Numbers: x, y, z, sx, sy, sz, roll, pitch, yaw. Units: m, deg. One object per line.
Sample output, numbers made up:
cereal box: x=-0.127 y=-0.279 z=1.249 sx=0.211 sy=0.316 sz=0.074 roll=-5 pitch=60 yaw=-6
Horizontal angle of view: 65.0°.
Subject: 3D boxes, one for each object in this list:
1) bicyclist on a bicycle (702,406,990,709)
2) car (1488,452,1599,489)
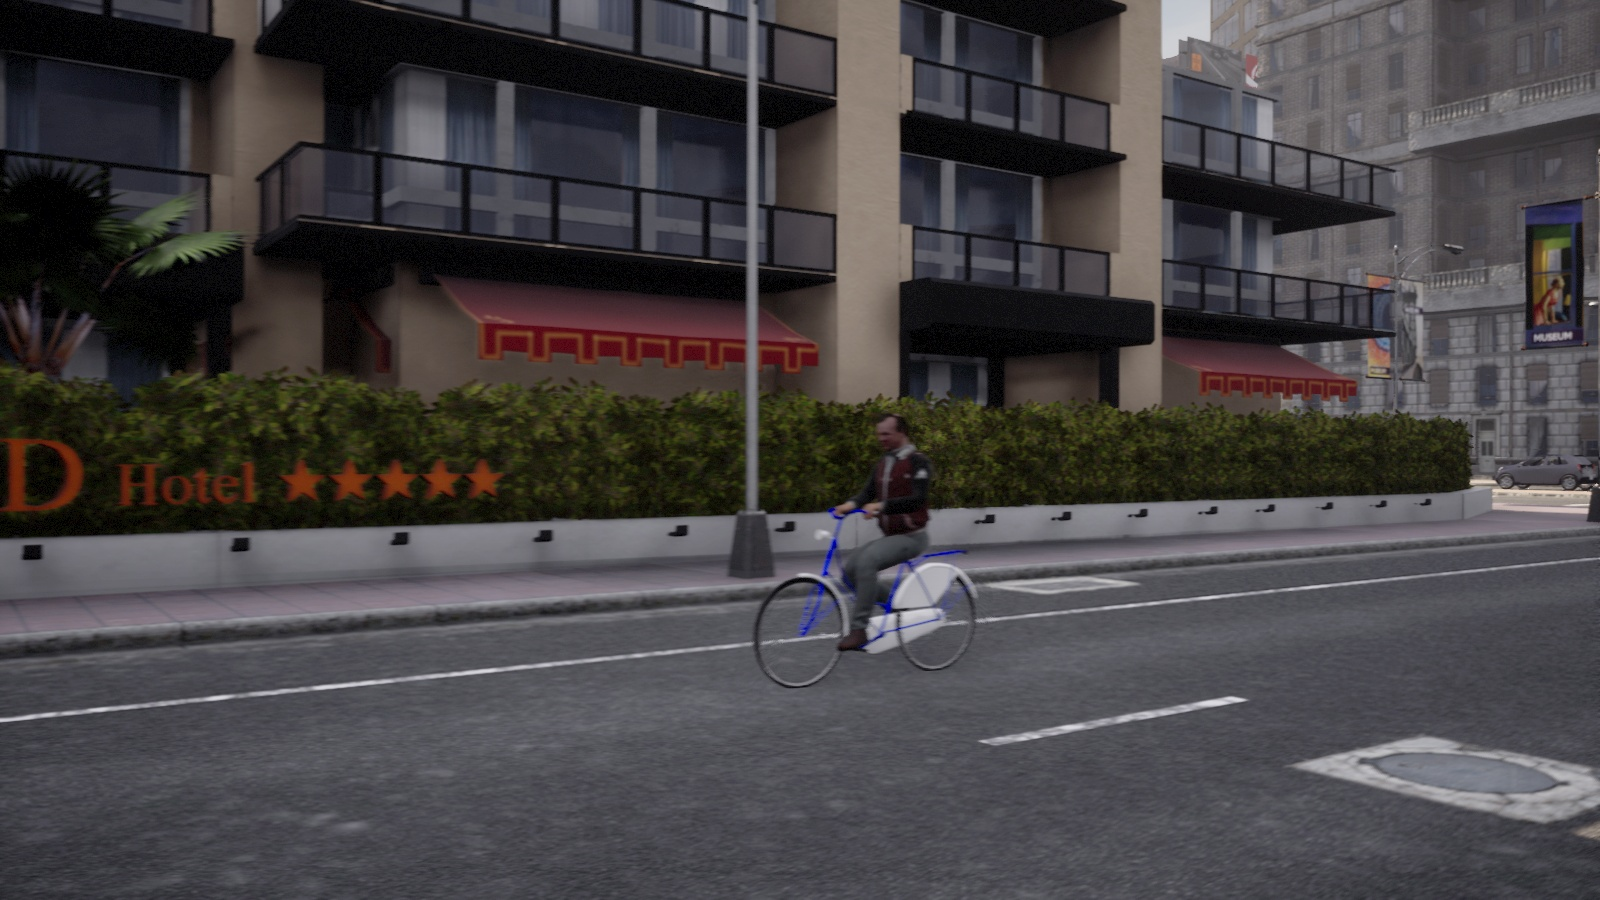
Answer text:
bicyclist on a bicycle: x=0.329 y=0.635 z=8.152 sx=1.843 sy=1.776 sz=0.659 roll=0 pitch=0 yaw=-35
car: x=31.120 y=0.822 z=52.572 sx=1.845 sy=1.501 sz=3.633 roll=0 pitch=0 yaw=-35
